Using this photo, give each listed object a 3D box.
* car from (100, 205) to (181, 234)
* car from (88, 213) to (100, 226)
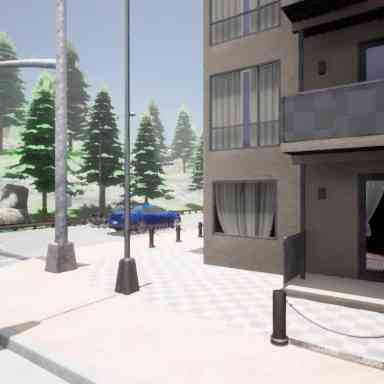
[{"bbox_3d":[-2.645,1.497,19.561,1.882,1.535,5.008,0,0,35],"label":"car"},{"bbox_3d":[-4.733,1.615,22.869,1.895,1.301,4.718,0,0,35],"label":"car"}]
